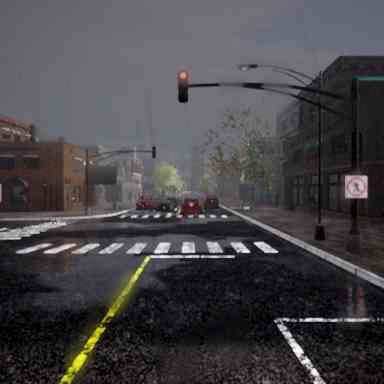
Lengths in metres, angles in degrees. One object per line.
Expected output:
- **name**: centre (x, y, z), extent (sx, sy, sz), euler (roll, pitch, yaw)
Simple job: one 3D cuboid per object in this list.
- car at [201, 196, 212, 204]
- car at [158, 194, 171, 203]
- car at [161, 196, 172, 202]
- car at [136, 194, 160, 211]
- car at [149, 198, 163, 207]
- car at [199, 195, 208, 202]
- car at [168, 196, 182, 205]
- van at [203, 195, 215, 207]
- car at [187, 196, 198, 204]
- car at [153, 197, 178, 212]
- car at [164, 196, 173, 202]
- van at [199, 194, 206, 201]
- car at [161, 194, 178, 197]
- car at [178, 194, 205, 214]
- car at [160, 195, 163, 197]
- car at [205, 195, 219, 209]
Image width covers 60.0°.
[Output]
- **car**: centre (2.706, 1.576, 63.583), extent (2.008, 1.369, 4.403), euler (-1, 0, 0)
- **car**: centre (-5.675, 1.343, 69.129), extent (2.192, 1.841, 5.009), euler (-1, 0, 0)
- **car**: centre (-5.672, 1.595, 74.673), extent (1.947, 1.339, 4.313), euler (-1, 0, 0)
- **car**: centre (-5.683, 1.332, 41.409), extent (2.192, 1.841, 5.009), euler (-1, 0, 0)
- **car**: centre (-5.678, 1.603, 52.498), extent (1.802, 1.307, 4.206), euler (-1, 0, 0)
- **car**: centre (2.709, 1.471, 80.215), extent (1.967, 1.590, 4.097), euler (-1, 0, 0)
- **car**: centre (-2.986, 1.515, 58.792), extent (2.128, 1.511, 4.902), euler (0, 0, 0)
- **van**: centre (2.701, 1.363, 52.495), extent (1.690, 1.788, 3.998), euler (-1, 0, 0)
- **car**: centre (0.124, 1.574, 64.211), extent (2.033, 1.411, 5.357), euler (0, 0, 0)
- **car**: centre (-3.084, 1.580, 38.861), extent (1.994, 1.385, 4.181), euler (0, 0, 0)
- **car**: centre (-5.670, 1.576, 80.217), extent (1.887, 1.381, 4.507), euler (-1, 0, 0)
- **van**: centre (2.710, 1.374, 85.759), extent (1.690, 1.788, 3.998), euler (-1, 0, 0)
- **car**: centre (-3.055, 1.498, 48.661), extent (1.882, 1.535, 5.008), euler (0, 0, 0)
- **car**: centre (0.026, 1.367, 35.675), extent (2.097, 1.767, 4.553), euler (0, 0, 2)
- **car**: centre (-5.680, 1.564, 46.953), extent (1.887, 1.381, 4.507), euler (-1, 0, 0)
- **car**: centre (2.699, 1.334, 46.951), extent (2.192, 1.841, 5.009), euler (-1, 0, 0)
